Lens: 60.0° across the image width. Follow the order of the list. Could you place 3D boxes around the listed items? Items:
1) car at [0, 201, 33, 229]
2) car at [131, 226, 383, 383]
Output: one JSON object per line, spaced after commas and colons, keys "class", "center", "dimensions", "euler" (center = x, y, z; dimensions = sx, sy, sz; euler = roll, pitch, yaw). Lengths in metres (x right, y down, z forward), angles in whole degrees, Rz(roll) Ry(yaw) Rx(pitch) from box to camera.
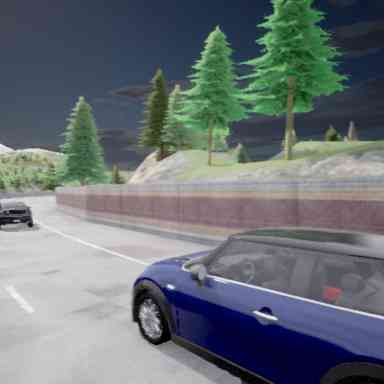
{"class": "car", "center": [-11.091, 1.348, 20.561], "dimensions": [1.837, 1.490, 4.892], "euler": [-2, 1, -33]}
{"class": "car", "center": [1.097, 1.239, 4.295], "dimensions": [2.097, 1.767, 4.553], "euler": [-2, 2, -42]}
